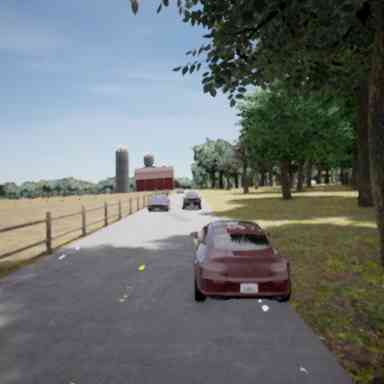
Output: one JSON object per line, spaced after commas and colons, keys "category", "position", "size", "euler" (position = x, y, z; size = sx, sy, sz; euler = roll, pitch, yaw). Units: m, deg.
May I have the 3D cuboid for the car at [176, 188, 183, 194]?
{"category": "car", "position": [-2.895, -0.251, 82.675], "size": [1.812, 1.442, 4.674], "euler": [0, 1, 0]}

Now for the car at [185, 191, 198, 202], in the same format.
{"category": "car", "position": [-0.040, 0.592, 46.877], "size": [1.812, 1.442, 4.674], "euler": [0, 1, 0]}

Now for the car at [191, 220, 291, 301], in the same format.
{"category": "car", "position": [0.947, 1.394, 7.836], "size": [1.812, 1.442, 4.674], "euler": [0, 1, 0]}

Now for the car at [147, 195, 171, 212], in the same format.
{"category": "car", "position": [-2.902, 0.988, 30.370], "size": [2.033, 1.411, 5.357], "euler": [0, 1, 0]}

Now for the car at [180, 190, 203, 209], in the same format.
{"category": "car", "position": [0.002, 0.866, 34.163], "size": [1.837, 1.490, 4.892], "euler": [0, 2, 0]}
